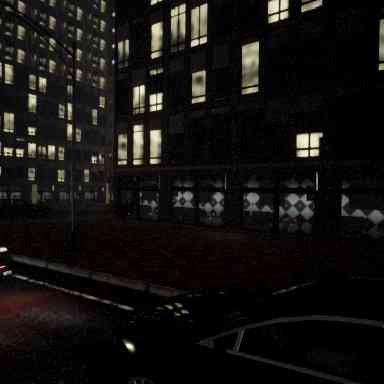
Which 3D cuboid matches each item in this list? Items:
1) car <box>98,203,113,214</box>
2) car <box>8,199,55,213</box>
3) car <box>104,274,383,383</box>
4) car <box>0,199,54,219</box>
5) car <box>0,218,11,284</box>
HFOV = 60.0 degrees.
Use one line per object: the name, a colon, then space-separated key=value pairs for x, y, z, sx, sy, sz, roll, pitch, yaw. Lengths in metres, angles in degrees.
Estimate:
car: x=-8.849 y=1.830 z=39.766 sx=1.752 sy=1.417 sz=4.829 roll=1 pitch=0 yaw=36
car: x=-19.144 y=1.642 z=39.917 sx=1.752 sy=1.417 sz=4.829 roll=1 pitch=0 yaw=36
car: x=1.335 y=1.491 z=2.728 sx=4.902 sy=1.511 sz=2.128 roll=0 pitch=0 yaw=35
car: x=-15.635 y=1.519 z=30.546 sx=2.192 sy=1.841 sz=5.009 roll=1 pitch=0 yaw=36
car: x=-6.346 y=1.487 z=8.185 sx=4.902 sy=1.511 sz=2.128 roll=0 pitch=0 yaw=36
